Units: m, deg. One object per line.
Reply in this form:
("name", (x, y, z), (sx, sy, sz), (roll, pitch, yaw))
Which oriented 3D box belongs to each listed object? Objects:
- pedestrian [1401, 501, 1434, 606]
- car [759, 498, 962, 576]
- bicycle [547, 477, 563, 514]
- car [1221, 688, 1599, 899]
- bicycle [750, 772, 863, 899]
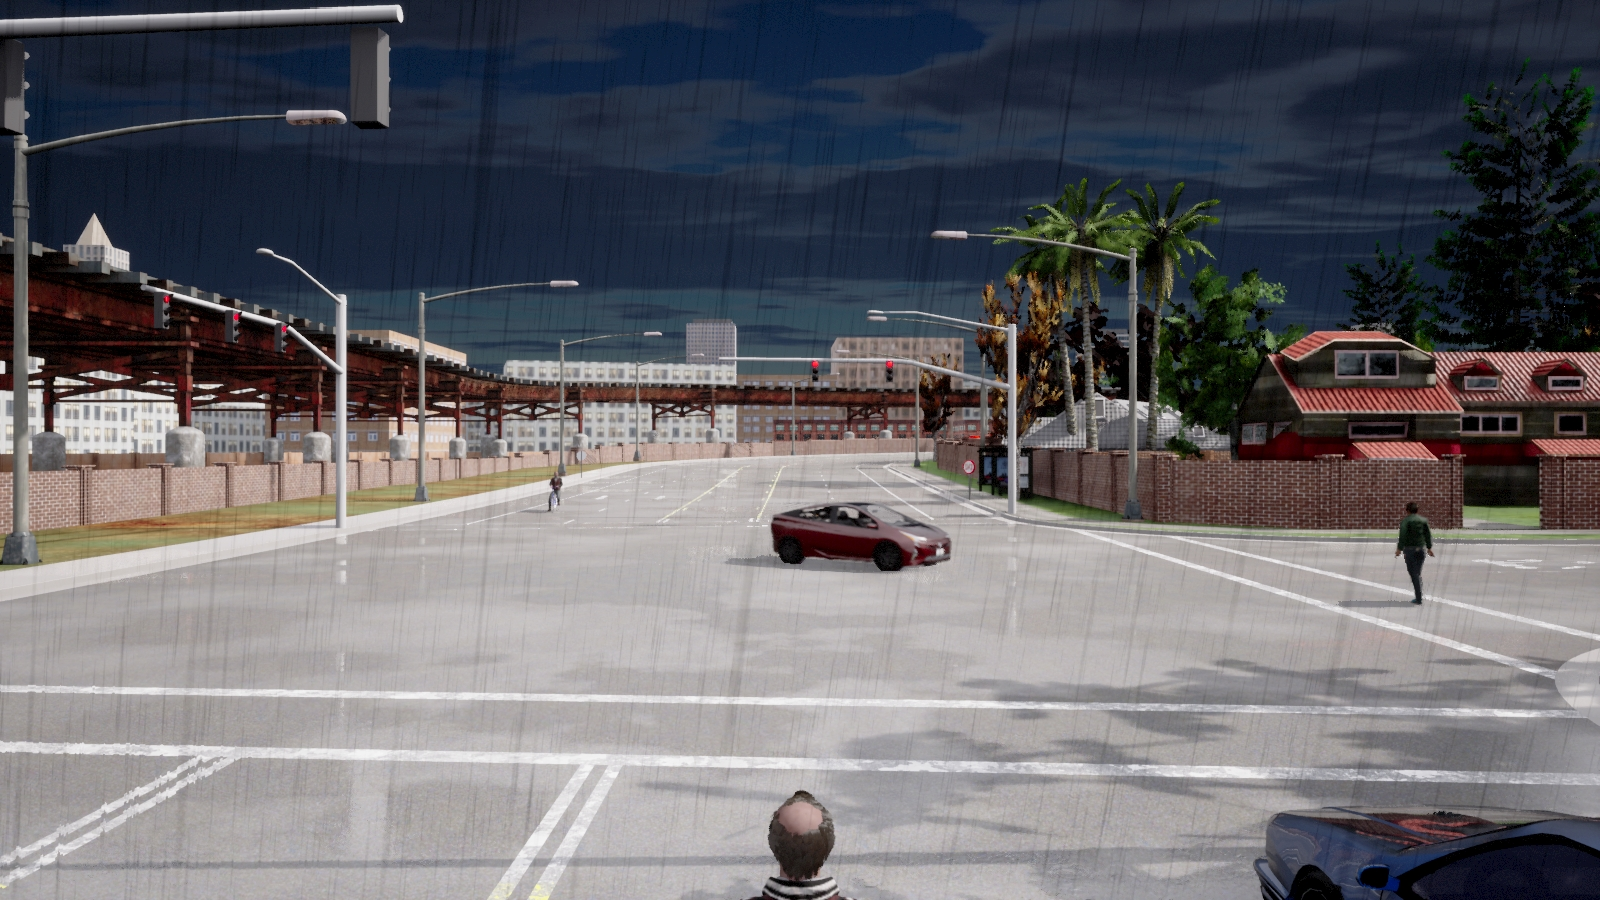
("pedestrian", (11.099, 1.848, 20.537), (0.375, 1.860, 0.375), (0, 0, -3))
("car", (1.402, 2.024, 27.465), (4.514, 1.525, 2.007), (0, 0, 37))
("bicycle", (-10.519, 1.934, 49.111), (0.329, 1.496, 1.835), (0, 0, 0))
("car", (3.467, 2.106, 4.038), (2.033, 1.411, 5.357), (0, 0, 1))
("bicycle", (0.019, 2.048, 3.681), (0.329, 1.496, 1.835), (0, 0, 0))
